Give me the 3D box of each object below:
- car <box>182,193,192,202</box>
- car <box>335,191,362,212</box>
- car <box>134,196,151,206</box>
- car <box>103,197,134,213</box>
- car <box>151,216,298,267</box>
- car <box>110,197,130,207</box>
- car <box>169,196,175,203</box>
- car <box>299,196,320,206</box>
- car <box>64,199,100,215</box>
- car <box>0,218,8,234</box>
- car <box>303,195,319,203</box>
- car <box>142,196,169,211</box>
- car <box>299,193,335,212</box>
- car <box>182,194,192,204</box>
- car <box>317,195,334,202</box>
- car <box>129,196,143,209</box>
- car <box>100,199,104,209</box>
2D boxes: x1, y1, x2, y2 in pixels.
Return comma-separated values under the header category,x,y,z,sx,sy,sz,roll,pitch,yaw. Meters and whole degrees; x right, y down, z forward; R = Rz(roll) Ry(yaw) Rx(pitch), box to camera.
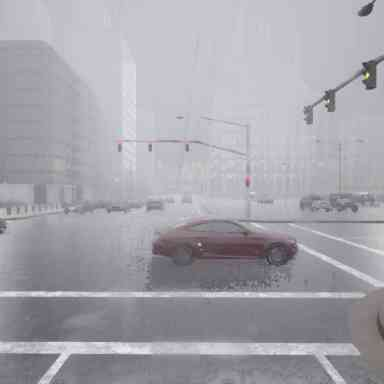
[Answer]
category,x,y,z,sx,sy,sz,roll,pitch,yaw
car,-1.122,1.181,74.394,2.097,1.767,4.553,0,0,0
car,16.053,1.156,35.696,1.905,1.878,3.866,0,0,0
car,-8.096,1.491,55.316,2.128,1.511,4.902,0,0,0
car,-7.996,1.564,36.730,1.994,1.385,4.181,0,0,0
car,1.014,1.526,10.826,4.674,1.442,1.812,0,0,0
car,-11.592,1.547,53.943,2.033,1.411,5.357,0,0,0
car,-4.559,1.564,67.453,1.994,1.385,4.181,0,0,0
car,18.716,1.395,53.170,1.970,1.475,3.806,0,0,0
car,-11.481,1.492,34.135,2.128,1.511,4.902,0,0,0
car,-11.520,1.507,15.815,4.892,1.490,1.837,-1,2,-23
car,24.446,1.395,68.286,1.970,1.475,3.806,0,0,0
car,-4.331,1.491,40.371,2.128,1.511,4.902,0,0,0
car,13.159,1.153,35.744,1.932,1.855,4.605,0,0,0
car,-1.070,1.601,65.665,1.895,1.301,4.718,0,0,0
car,27.341,1.364,68.293,1.784,1.438,3.905,0,0,0
car,-8.047,1.352,45.432,2.097,1.767,4.553,0,0,0
car,-11.536,1.601,43.403,1.895,1.301,4.718,0,0,0
